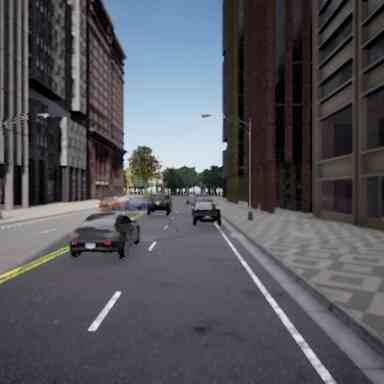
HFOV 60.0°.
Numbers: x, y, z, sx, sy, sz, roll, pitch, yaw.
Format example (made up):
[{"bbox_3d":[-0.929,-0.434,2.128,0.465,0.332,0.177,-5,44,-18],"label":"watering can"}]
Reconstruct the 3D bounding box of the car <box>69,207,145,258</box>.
[{"bbox_3d":[-3.134,1.496,12.583,1.812,1.442,4.674,0,0,0],"label":"car"}]

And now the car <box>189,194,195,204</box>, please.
[{"bbox_3d":[0.980,1.273,33.335,2.097,1.767,4.553,0,0,0],"label":"car"}]

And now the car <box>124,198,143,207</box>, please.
[{"bbox_3d":[-6.583,1.435,38.592,1.812,1.442,4.674,0,0,0],"label":"car"}]

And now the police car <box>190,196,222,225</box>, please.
[{"bbox_3d":[0.979,1.371,23.474,1.930,1.638,5.238,0,0,0],"label":"police car"}]

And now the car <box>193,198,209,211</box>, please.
[{"bbox_3d":[0.983,1.434,39.364,1.812,1.442,4.674,0,0,0],"label":"car"}]

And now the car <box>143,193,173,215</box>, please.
[{"bbox_3d":[-3.144,1.144,33.196,2.150,2.045,5.566,0,0,0],"label":"car"}]

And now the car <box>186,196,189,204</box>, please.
[{"bbox_3d":[0.011,1.426,57.988,1.994,1.385,4.181,0,0,0],"label":"car"}]

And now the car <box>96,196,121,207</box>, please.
[{"bbox_3d":[-9.832,1.259,39.305,2.097,1.767,4.553,0,0,0],"label":"car"}]

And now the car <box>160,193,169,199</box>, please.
[{"bbox_3d":[-6.485,0.925,79.167,1.837,1.490,4.892,0,0,0],"label":"car"}]

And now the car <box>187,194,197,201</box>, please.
[{"bbox_3d":[0.014,1.225,75.260,2.033,1.411,5.357,0,0,0],"label":"car"}]
